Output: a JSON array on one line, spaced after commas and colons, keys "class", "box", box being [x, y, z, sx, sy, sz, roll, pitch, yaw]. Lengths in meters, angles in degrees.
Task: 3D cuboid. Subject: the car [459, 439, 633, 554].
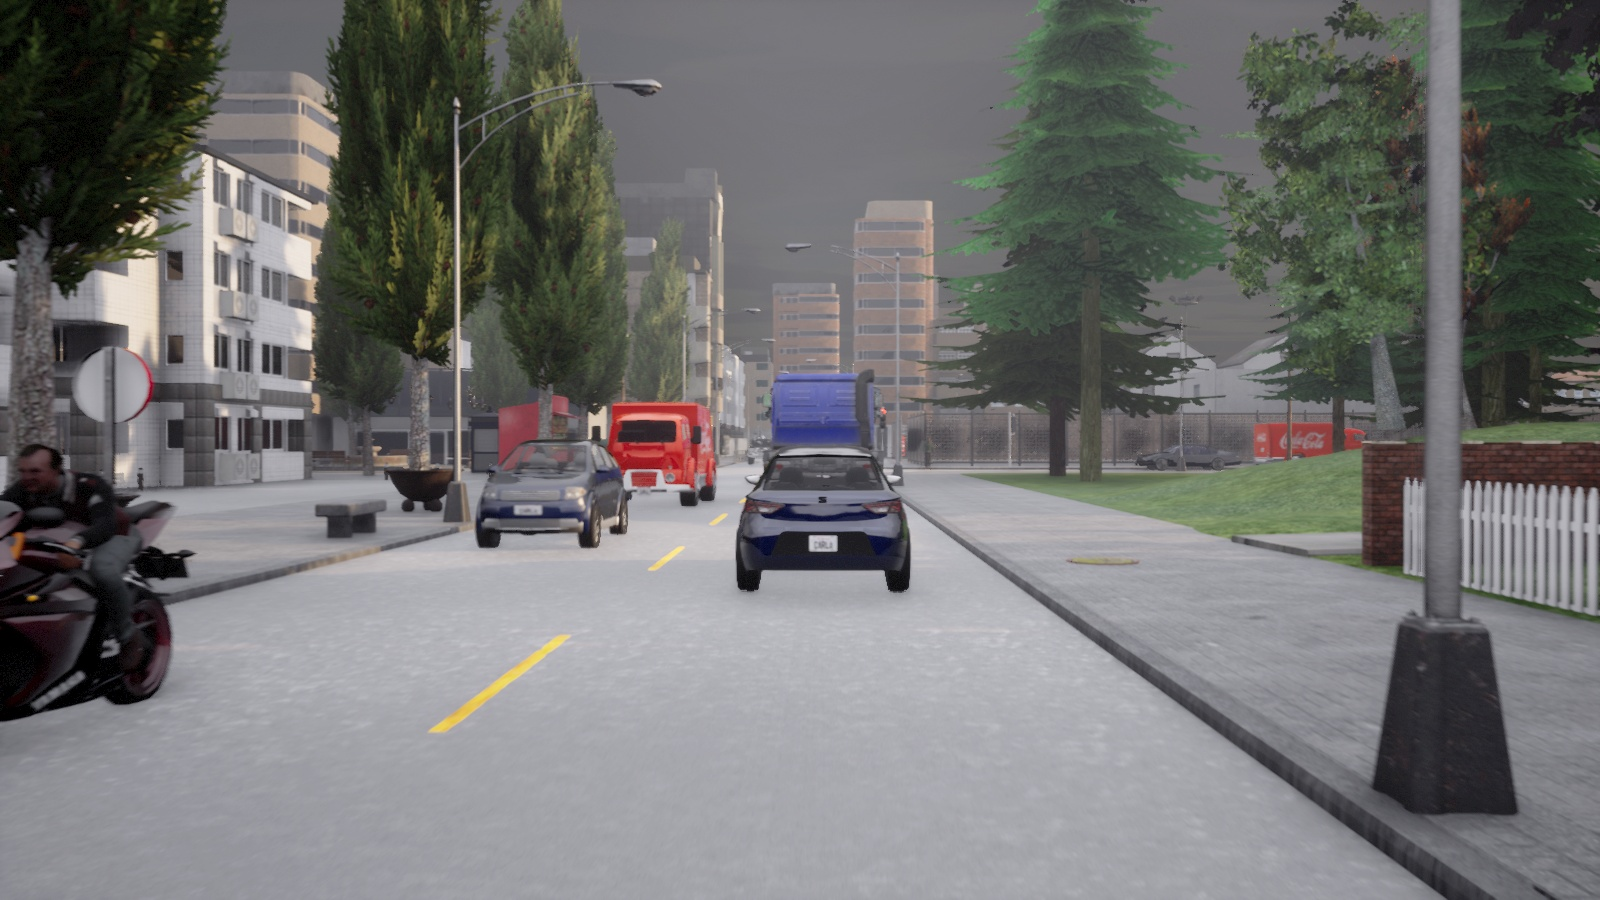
[{"class": "car", "box": [-3.666, 0.614, 18.769, 1.789, 1.549, 3.705, 0, 0, 1]}]

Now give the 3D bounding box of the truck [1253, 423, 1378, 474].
[{"class": "truck", "box": [25.793, -0.080, 63.016, 5.204, 2.467, 2.627, 0, 0, 1]}]

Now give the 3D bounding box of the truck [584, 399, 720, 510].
[{"class": "truck", "box": [-3.463, 0.082, 30.549, 2.627, 2.467, 5.204, 0, 0, 1]}]

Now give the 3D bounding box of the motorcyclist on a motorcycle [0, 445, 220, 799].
[{"class": "motorcyclist on a motorcycle", "box": [-3.879, 0.742, 6.336, 0.866, 1.530, 2.191, 0, 0, 1]}]

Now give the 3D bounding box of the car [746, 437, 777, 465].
[{"class": "car", "box": [-2.586, 0.068, 86.170, 1.932, 1.855, 4.605, 0, 0, 1]}]

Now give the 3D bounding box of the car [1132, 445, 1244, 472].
[{"class": "car", "box": [20.723, 0.428, 67.157, 5.357, 1.411, 2.033, 0, 0, 0]}]

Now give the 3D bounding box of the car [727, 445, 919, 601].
[{"class": "car", "box": [0.252, 0.680, 13.997, 1.816, 1.474, 4.193, 0, 0, 1]}]

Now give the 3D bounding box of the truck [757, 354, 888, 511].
[{"class": "truck", "box": [0.561, -0.415, 31.622, 2.891, 3.462, 7.936, 0, 0, 1]}]

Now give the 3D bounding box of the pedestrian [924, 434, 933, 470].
[{"class": "pedestrian", "box": [7.080, 0.120, 69.339, 0.423, 1.949, 0.788, 0, 0, -1]}]
